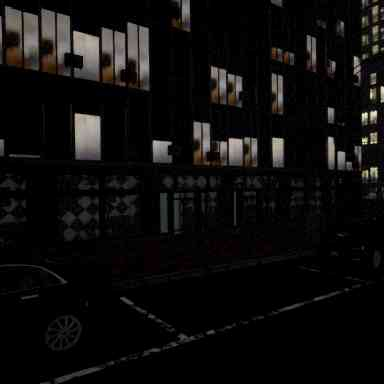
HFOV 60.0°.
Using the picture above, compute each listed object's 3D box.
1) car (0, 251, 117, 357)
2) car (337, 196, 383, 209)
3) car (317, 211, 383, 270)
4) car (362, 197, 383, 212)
[{"bbox_3d":[-3.210,1.551,4.413,4.403,1.369,2.008,0,-1,-36],"label":"car"},{"bbox_3d":[20.550,1.274,40.850,1.752,1.417,4.829,-1,1,-35],"label":"car"},{"bbox_3d":[5.964,1.542,10.992,4.507,1.381,1.887,0,-1,-36],"label":"car"},{"bbox_3d":[18.052,1.442,34.343,1.994,1.385,4.181,-1,1,-35],"label":"car"}]
